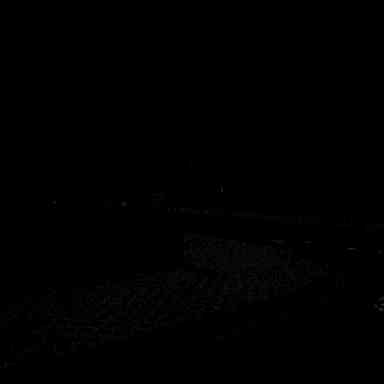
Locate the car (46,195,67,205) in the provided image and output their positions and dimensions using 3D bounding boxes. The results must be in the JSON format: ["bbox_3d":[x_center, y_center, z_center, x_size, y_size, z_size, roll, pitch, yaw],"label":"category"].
[{"bbox_3d":[-19.064,1.239,46.618,1.837,1.490,4.892,-3,2,-36],"label":"car"}]
